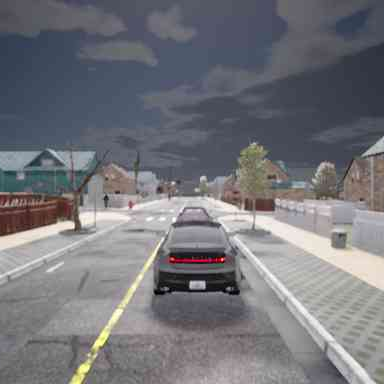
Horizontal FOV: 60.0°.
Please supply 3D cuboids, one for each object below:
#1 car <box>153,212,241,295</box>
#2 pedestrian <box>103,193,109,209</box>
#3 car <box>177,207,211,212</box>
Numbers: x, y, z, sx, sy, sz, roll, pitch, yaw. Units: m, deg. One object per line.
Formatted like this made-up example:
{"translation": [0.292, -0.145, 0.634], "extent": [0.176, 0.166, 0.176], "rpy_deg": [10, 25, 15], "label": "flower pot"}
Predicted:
{"translation": [0.108, 1.483, 8.627], "extent": [1.837, 1.490, 4.892], "rpy_deg": [0, 0, 0], "label": "car"}
{"translation": [-9.557, 0.957, 37.037], "extent": [0.375, 1.860, 0.375], "rpy_deg": [0, -2, 0], "label": "pedestrian"}
{"translation": [0.118, 1.522, 18.818], "extent": [1.994, 1.385, 4.181], "rpy_deg": [0, 0, 0], "label": "car"}
